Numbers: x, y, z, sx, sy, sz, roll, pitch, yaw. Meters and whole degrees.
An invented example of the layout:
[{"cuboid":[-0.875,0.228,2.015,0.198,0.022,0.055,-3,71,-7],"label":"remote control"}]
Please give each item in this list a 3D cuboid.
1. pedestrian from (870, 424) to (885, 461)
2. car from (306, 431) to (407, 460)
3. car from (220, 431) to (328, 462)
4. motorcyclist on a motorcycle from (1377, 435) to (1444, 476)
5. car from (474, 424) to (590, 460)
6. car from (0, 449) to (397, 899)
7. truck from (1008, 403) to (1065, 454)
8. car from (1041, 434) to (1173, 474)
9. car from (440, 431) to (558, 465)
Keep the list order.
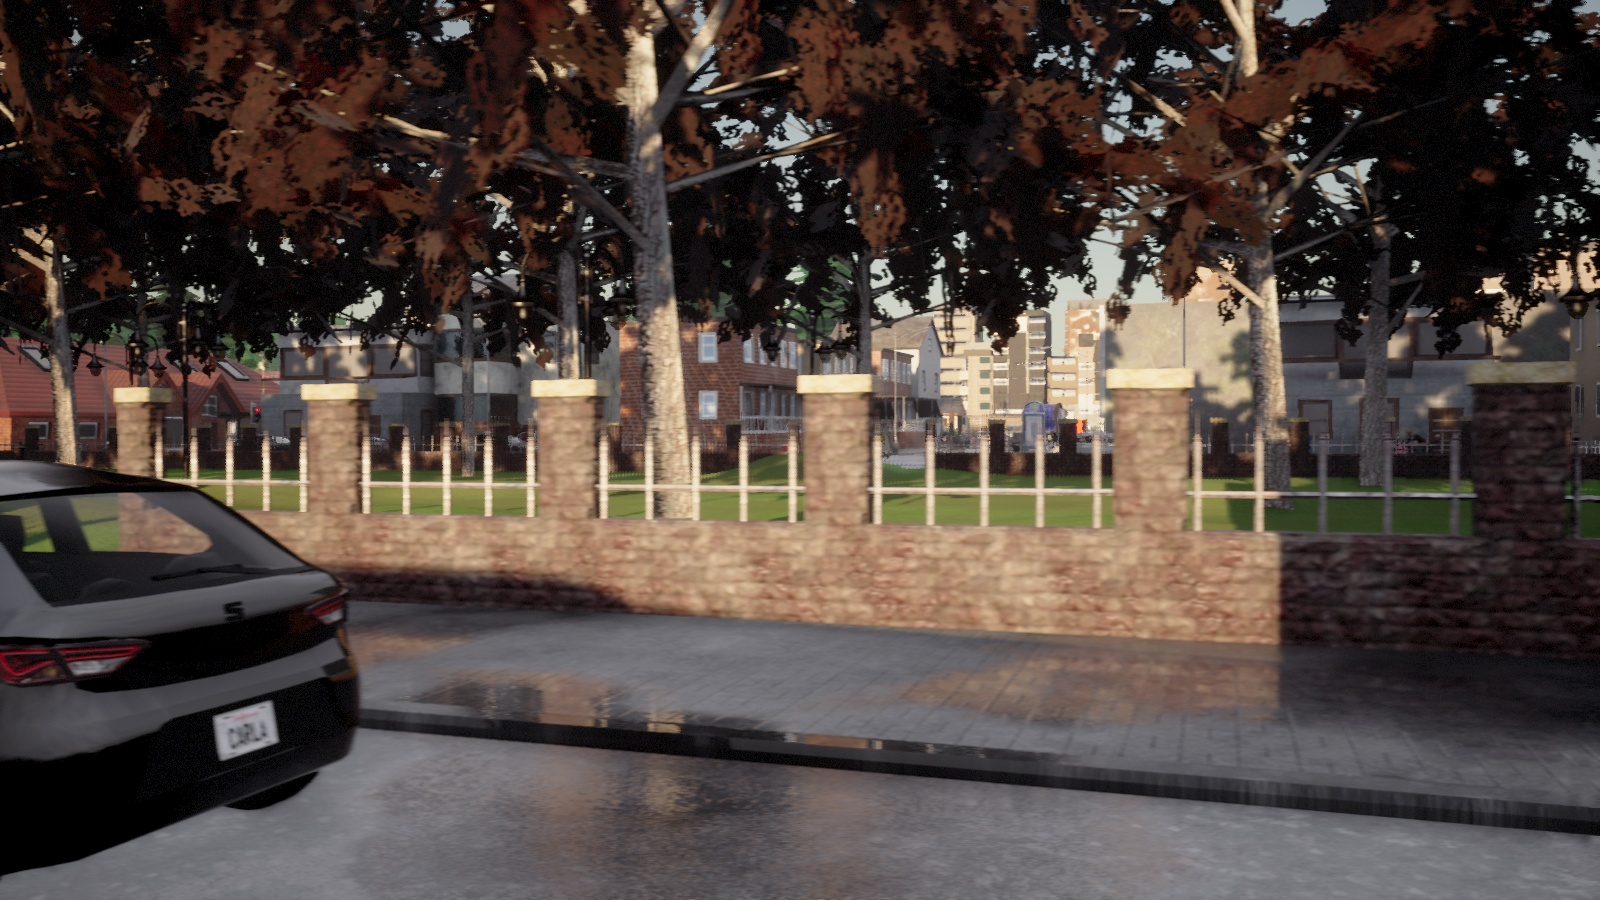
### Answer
[{"cuboid":[3.867,-0.374,62.782,0.709,1.840,0.431,0,1,-4],"label":"pedestrian"},{"cuboid":[-22.330,-0.245,63.285,4.674,1.442,1.812,1,1,19],"label":"car"},{"cuboid":[-25.098,-0.202,59.946,4.674,1.442,1.812,0,1,17],"label":"car"},{"cuboid":[23.263,0.182,47.890,2.191,1.530,0.866,1,1,19],"label":"motorcyclist on a motorcycle"},{"cuboid":[-12.819,-0.404,60.038,5.027,1.651,2.152,1,1,19],"label":"car"},{"cuboid":[-3.963,0.744,5.056,4.193,1.474,1.816,1,1,19],"label":"car"},{"cuboid":[16.979,-1.527,89.637,2.891,3.462,7.936,1,1,19],"label":"truck"},{"cuboid":[11.624,0.135,47.559,4.674,1.442,1.812,1,1,20],"label":"car"},{"cuboid":[-13.442,-0.116,56.050,4.892,1.490,1.837,0,1,18],"label":"car"}]
